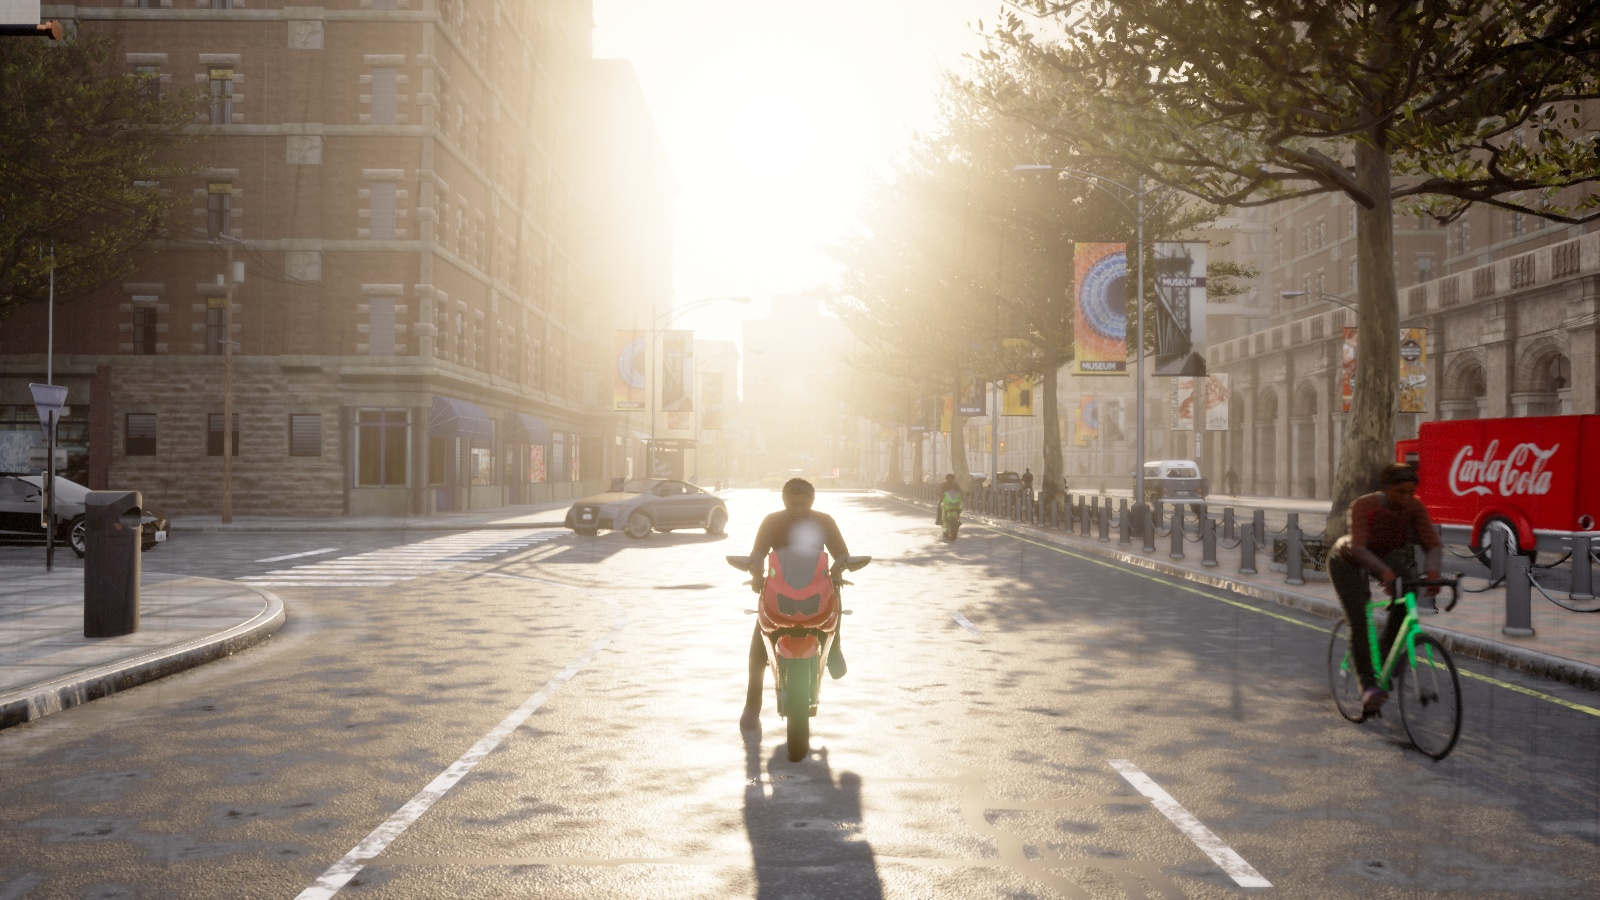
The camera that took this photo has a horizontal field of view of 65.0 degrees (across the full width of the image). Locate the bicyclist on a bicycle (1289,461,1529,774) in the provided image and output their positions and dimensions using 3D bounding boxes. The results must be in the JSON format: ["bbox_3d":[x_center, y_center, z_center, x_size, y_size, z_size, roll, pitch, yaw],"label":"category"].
[{"bbox_3d":[3.480,0.877,7.344,0.582,1.620,1.656,0,-1,0],"label":"bicyclist on a bicycle"}]

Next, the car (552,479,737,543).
[{"bbox_3d":[-3.647,1.396,30.041,1.994,1.385,4.181,-1,-1,38],"label":"car"}]

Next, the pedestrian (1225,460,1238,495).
[{"bbox_3d":[24.251,1.556,70.535,0.423,1.949,0.788,0,-1,0],"label":"pedestrian"}]

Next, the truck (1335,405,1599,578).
[{"bbox_3d":[11.688,0.629,20.832,2.627,2.467,5.204,-1,-1,-12],"label":"truck"}]

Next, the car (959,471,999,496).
[{"bbox_3d":[11.291,2.105,79.474,1.837,1.490,4.892,0,-1,0],"label":"car"}]

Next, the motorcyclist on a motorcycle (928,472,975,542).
[{"bbox_3d":[3.425,1.262,28.564,0.797,1.523,2.044,0,-1,0],"label":"motorcyclist on a motorcycle"}]

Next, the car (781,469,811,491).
[{"bbox_3d":[-0.258,2.259,95.479,2.242,1.667,4.611,0,-1,1],"label":"car"}]

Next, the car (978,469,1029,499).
[{"bbox_3d":[11.311,1.873,70.087,2.033,1.649,4.856,0,-1,0],"label":"car"}]

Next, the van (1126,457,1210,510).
[{"bbox_3d":[14.865,1.333,51.005,2.069,2.038,4.480,0,-1,0],"label":"van"}]

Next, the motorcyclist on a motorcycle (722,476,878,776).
[{"bbox_3d":[-0.005,0.922,7.471,0.797,1.523,2.044,0,-1,0],"label":"motorcyclist on a motorcycle"}]

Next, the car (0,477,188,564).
[{"bbox_3d":[-14.050,1.253,22.836,4.792,1.488,2.163,0,-1,-1],"label":"car"}]
